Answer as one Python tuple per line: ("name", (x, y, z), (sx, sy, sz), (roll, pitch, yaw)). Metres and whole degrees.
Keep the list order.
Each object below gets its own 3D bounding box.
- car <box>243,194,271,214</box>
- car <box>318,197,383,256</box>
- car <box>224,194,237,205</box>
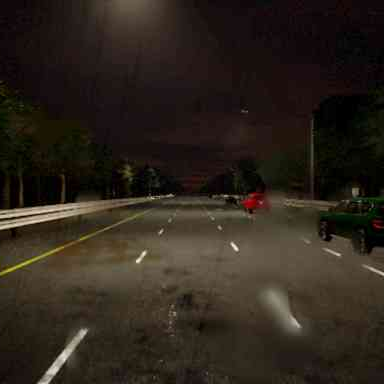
("car", (6.997, 1.233, 36.187), (2.150, 2.045, 5.566), (0, 0, 0))
("car", (6.999, 1.226, 13.353), (2.150, 2.045, 5.566), (0, 0, 0))
("car", (7.012, 1.547, 60.750), (1.837, 1.490, 4.892), (0, 0, 0))
